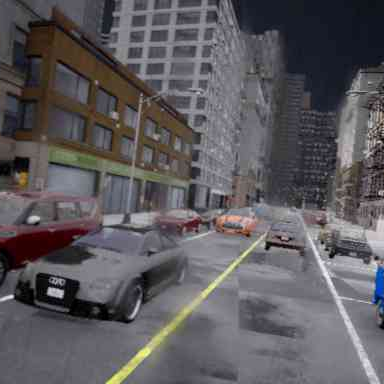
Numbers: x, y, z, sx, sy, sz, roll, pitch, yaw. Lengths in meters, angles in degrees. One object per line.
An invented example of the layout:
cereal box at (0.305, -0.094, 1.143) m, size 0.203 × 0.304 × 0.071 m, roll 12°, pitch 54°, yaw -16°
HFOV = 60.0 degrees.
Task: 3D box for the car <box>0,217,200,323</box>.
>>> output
car at (-1.491, 1.426, 6.980) m, size 1.994 × 1.385 × 4.181 m, roll 6°, pitch 0°, yaw 17°

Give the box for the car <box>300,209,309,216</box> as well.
car at (28.887, 5.201, 85.592) m, size 1.887 × 1.381 × 4.507 m, roll 7°, pitch 0°, yaw 17°

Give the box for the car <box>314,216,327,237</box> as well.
car at (9.102, 2.647, 21.483) m, size 1.752 × 1.417 × 4.829 m, roll 7°, pitch 0°, yaw 17°

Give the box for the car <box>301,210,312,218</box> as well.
car at (23.927, 4.572, 69.524) m, size 1.887 × 1.381 × 4.507 m, roll 7°, pitch 0°, yaw 17°

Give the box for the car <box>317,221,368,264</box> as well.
car at (7.396, 2.451, 15.963) m, size 2.008 × 1.369 × 4.403 m, roll 7°, pitch 0°, yaw 17°

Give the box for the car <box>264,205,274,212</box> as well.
car at (19.141, 4.115, 82.770) m, size 2.008 × 1.369 × 4.403 m, roll 7°, pitch 0°, yaw 17°

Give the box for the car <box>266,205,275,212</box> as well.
car at (20.795, 4.319, 88.125) m, size 1.887 × 1.381 × 4.507 m, roll 7°, pitch 0°, yaw 17°

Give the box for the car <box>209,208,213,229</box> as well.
car at (0.955, 1.798, 23.853) m, size 1.947 × 1.339 × 4.313 m, roll 7°, pitch 0°, yaw 17°

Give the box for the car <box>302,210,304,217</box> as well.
car at (17.314, 3.727, 48.100) m, size 1.887 × 1.381 × 4.507 m, roll 7°, pitch 0°, yaw 17°

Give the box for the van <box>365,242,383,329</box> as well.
van at (4.116, 1.814, 5.253) m, size 1.690 × 1.788 × 3.998 m, roll 7°, pitch 0°, yaw 17°

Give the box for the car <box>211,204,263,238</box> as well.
car at (3.032, 1.799, 21.541) m, size 2.097 × 1.767 × 4.553 m, roll 6°, pitch 0°, yaw 17°

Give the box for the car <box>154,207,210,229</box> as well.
car at (-0.696, 1.563, 18.497) m, size 1.887 × 1.381 × 4.507 m, roll 7°, pitch 0°, yaw 17°

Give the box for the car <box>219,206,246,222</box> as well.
car at (4.261, 2.226, 34.565) m, size 1.947 × 1.339 × 4.313 m, roll 7°, pitch 0°, yaw 17°

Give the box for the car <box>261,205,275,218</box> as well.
car at (8.813, 2.763, 40.029) m, size 2.033 × 1.411 × 5.357 m, roll 6°, pitch 0°, yaw 17°

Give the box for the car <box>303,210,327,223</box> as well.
car at (14.037, 3.073, 37.388) m, size 2.192 × 1.841 × 5.009 m, roll 7°, pitch 0°, yaw 17°

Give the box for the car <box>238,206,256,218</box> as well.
car at (7.564, 2.668, 45.277) m, size 1.802 × 1.307 × 4.206 m, roll 7°, pitch 0°, yaw 17°

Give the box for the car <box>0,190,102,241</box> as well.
car at (-3.973, 0.906, 7.785) m, size 2.192 × 1.841 × 5.009 m, roll 7°, pitch 0°, yaw 17°

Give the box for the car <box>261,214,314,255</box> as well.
car at (4.795, 2.165, 16.887) m, size 2.033 × 1.411 × 5.357 m, roll 6°, pitch 0°, yaw 17°

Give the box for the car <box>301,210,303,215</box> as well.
car at (18.963, 3.976, 53.456) m, size 1.802 × 1.307 × 4.206 m, roll 7°, pitch 0°, yaw 17°

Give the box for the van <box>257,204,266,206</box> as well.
van at (10.900, 2.855, 55.990) m, size 1.690 × 1.788 × 3.998 m, roll 7°, pitch 0°, yaw 17°

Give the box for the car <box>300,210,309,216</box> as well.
car at (27.229, 5.029, 80.236) m, size 1.802 × 1.307 × 4.206 m, roll 7°, pitch 0°, yaw 17°
